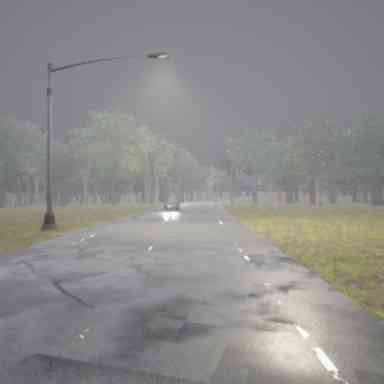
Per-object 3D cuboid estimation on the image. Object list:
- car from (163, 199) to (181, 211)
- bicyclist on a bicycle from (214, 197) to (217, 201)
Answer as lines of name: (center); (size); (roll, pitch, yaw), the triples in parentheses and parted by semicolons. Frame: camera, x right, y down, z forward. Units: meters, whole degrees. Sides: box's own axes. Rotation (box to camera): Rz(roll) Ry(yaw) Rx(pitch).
car: (-2.490, 1.573, 41.405); (2.128, 1.511, 4.902); (0, 0, 3)
bicyclist on a bicycle: (6.490, 2.247, 94.890); (0.866, 1.612, 1.509); (0, -1, 7)
